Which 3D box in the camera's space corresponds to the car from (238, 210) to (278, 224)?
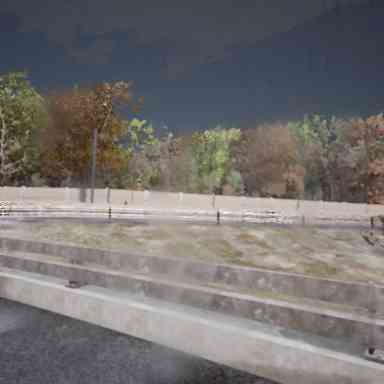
[{"bbox_3d":[7.639,2.882,38.750,4.902,1.511,2.128,4,-2,-22],"label":"car"}]
